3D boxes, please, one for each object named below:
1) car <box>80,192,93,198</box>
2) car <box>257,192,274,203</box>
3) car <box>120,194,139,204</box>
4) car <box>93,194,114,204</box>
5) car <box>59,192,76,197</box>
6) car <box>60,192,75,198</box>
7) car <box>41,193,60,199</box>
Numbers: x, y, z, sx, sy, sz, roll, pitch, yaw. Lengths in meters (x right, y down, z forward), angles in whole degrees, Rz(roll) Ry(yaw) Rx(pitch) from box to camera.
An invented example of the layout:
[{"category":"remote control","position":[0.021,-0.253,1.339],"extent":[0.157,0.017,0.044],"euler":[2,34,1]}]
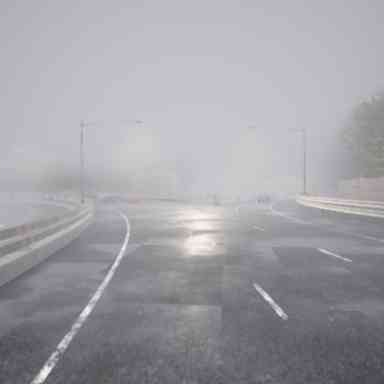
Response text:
[{"category":"car","position":[-24.378,0.807,77.525],"extent":[4.902,1.511,2.128],"euler":[0,1,45]},{"category":"car","position":[10.942,0.809,49.237],"extent":[2.128,1.511,4.902],"euler":[0,1,22]},{"category":"car","position":[-9.578,1.038,51.166],"extent":[1.994,1.385,4.181],"euler":[-1,1,-28]},{"category":"car","position":[-13.236,1.017,50.634],"extent":[1.837,1.490,4.892],"euler":[0,0,-29]},{"category":"car","position":[-31.658,0.625,84.539],"extent":[4.674,1.442,1.812],"euler":[0,1,39]},{"category":"car","position":[-30.038,0.808,78.271],"extent":[5.008,1.535,1.882],"euler":[0,1,42]},{"category":"car","position":[-32.780,0.975,76.044],"extent":[4.718,1.301,1.895],"euler":[0,1,42]}]
